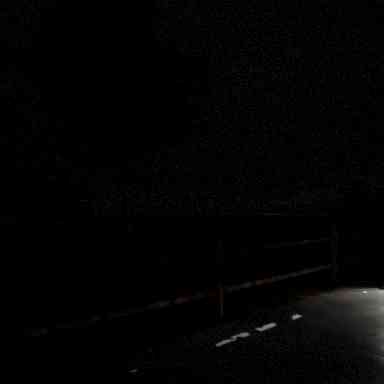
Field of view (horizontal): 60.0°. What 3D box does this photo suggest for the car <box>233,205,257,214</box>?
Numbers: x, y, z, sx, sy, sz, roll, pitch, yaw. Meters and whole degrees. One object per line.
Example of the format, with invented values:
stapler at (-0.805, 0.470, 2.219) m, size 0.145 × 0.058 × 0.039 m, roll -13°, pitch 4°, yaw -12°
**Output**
car at (9.242, 3.115, 58.801) m, size 2.128 × 1.511 × 4.902 m, roll 0°, pitch -2°, yaw -35°
